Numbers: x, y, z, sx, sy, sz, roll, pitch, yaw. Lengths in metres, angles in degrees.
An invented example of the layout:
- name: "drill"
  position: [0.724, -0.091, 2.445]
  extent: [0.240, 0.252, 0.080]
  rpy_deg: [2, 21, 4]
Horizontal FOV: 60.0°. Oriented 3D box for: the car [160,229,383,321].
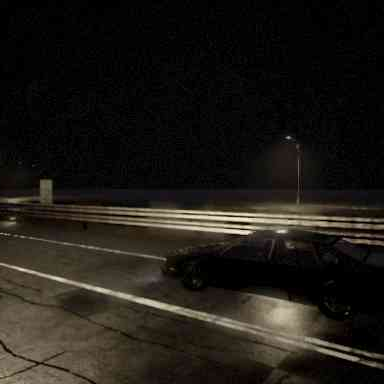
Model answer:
- name: "car"
  position: [1.884, 1.536, 7.226]
  extent: [5.357, 1.411, 2.033]
  rpy_deg: [0, 0, 33]
